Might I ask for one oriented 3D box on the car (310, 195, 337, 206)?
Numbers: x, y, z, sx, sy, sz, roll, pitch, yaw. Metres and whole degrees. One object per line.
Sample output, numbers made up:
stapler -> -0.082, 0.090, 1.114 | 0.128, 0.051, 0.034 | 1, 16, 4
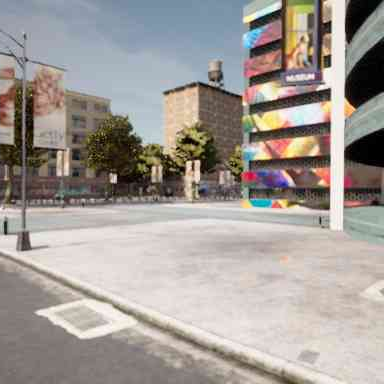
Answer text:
car -> 20.268, 1.270, 51.031 | 2.161, 1.482, 4.786 | 1, 0, 45

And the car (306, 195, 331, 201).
car -> 14.636, 1.203, 39.453 | 2.002, 1.452, 4.674 | 1, 0, 45
